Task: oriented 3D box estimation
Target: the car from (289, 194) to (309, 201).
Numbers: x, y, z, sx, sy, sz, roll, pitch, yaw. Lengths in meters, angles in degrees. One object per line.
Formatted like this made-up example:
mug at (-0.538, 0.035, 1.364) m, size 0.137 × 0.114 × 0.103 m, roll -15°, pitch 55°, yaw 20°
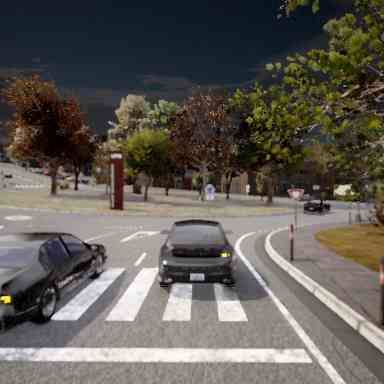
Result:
car at (19.733, 1.043, 59.960) m, size 2.033 × 1.411 × 5.357 m, roll -1°, pitch 1°, yaw -21°

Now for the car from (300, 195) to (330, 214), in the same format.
car at (13.870, 1.524, 36.753) m, size 1.882 × 1.535 × 5.008 m, roll 2°, pitch 2°, yaw 35°

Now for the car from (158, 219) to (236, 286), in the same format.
car at (0.139, 1.534, 9.472) m, size 1.837 × 1.490 × 4.892 m, roll 0°, pitch 0°, yaw 1°

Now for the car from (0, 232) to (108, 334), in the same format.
car at (-3.363, 1.572, 7.164) m, size 2.033 × 1.411 × 5.357 m, roll 0°, pitch 0°, yaw 1°
